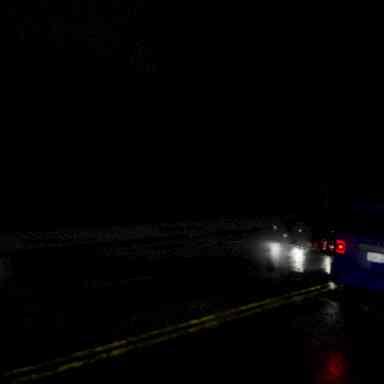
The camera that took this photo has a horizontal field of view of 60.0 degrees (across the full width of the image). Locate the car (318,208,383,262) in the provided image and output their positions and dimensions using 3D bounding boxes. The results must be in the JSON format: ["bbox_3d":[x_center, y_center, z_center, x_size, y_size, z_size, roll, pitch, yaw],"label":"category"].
[{"bbox_3d":[7.267,1.477,12.857,4.902,1.511,2.128,0,0,-35],"label":"car"}]

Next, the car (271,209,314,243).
[{"bbox_3d":[6.259,1.535,16.131,5.357,1.411,2.033,0,0,-36],"label":"car"}]

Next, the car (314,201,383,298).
[{"bbox_3d":[5.331,1.207,7.243,5.566,2.045,2.150,0,0,-35],"label":"car"}]
